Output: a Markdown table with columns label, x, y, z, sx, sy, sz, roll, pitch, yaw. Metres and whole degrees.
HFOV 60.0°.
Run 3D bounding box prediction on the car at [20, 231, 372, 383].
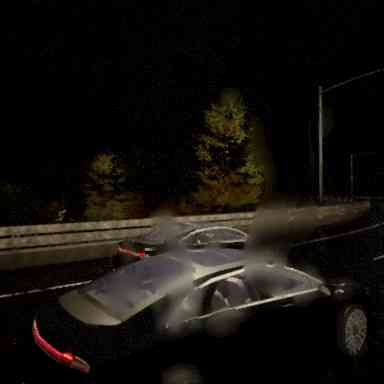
| label | x | y | z | sx | sy | sz | roll | pitch | yaw |
| --- | --- | --- | --- | --- | --- | --- | --- | --- | --- |
| car | 0.506 | 1.512 | 4.348 | 4.902 | 1.511 | 2.128 | 0 | 0 | -37 |

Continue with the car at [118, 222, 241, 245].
| label | x | y | z | sx | sy | sz | roll | pitch | yaw |
| --- | --- | --- | --- | --- | --- | --- | --- | --- | --- |
| car | 0.397 | 1.532 | 8.707 | 4.902 | 1.511 | 2.128 | 0 | 0 | -39 |
